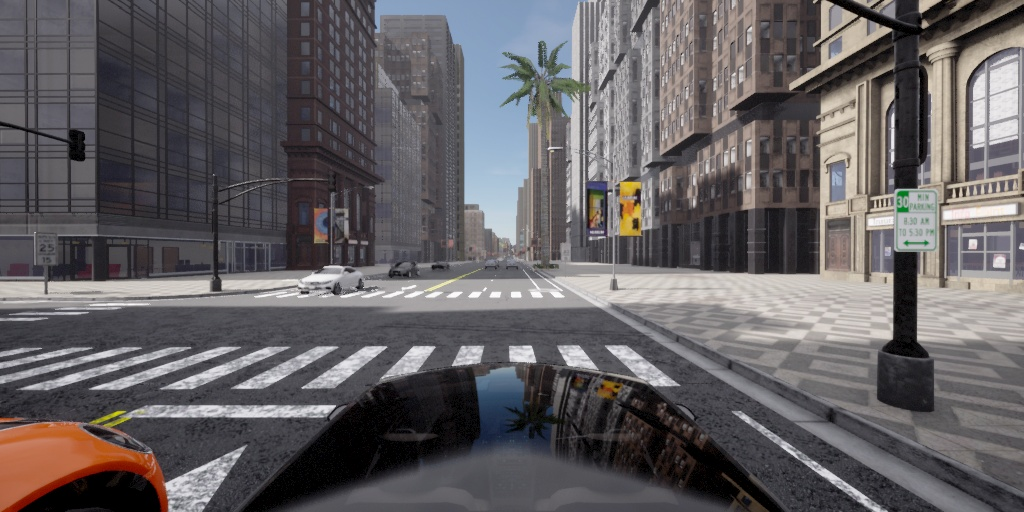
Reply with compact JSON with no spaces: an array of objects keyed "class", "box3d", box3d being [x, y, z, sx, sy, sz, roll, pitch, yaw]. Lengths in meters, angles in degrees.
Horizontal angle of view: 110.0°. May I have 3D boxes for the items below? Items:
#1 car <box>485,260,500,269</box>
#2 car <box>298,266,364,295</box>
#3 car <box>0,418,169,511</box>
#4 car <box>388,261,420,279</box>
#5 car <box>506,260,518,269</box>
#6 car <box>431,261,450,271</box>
[{"class":"car","box3d":[-3.236,1.335,55.749,2.033,1.411,5.357,0,0,0]},{"class":"car","box3d":[-9.846,1.279,19.948,1.812,1.442,4.674,0,0,0]},{"class":"car","box3d":[-3.150,1.102,0.269,2.097,1.767,4.553,0,0,0]},{"class":"car","box3d":[-9.842,1.263,33.042,1.837,1.490,4.892,0,0,0]},{"class":"car","box3d":[0.014,1.334,55.747,2.033,1.411,5.357,0,0,0]},{"class":"car","box3d":[-9.817,1.377,49.404,1.895,1.301,4.718,0,0,0]}]
